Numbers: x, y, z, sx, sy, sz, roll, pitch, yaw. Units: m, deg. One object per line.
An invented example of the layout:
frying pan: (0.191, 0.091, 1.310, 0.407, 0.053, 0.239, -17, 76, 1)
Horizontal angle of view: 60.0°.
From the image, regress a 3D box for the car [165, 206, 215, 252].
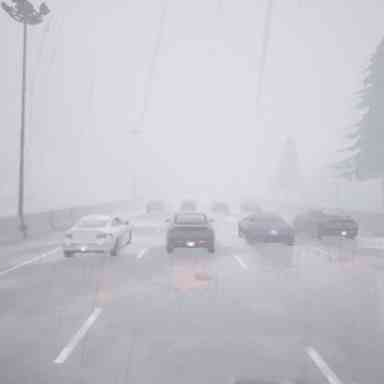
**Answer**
car: (-0.071, 1.587, 14.277, 1.837, 1.490, 4.892, 0, 0, -1)

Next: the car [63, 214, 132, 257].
car: (-3.555, 1.592, 13.093, 1.812, 1.442, 4.674, 0, 0, -1)

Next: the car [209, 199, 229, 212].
car: (3.091, 1.540, 38.068, 1.812, 1.442, 4.674, 0, 1, -1)

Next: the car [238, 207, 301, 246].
car: (3.406, 1.656, 15.901, 1.994, 1.385, 4.181, 0, 0, -1)

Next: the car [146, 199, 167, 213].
car: (-3.888, 1.515, 36.512, 1.837, 1.490, 4.892, 0, 1, -1)

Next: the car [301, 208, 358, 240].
car: (6.883, 1.610, 17.558, 1.837, 1.490, 4.892, 0, 0, -1)

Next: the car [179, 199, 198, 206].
car: (-0.402, 1.517, 37.532, 1.837, 1.490, 4.892, 0, 1, -1)

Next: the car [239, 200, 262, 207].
car: (6.598, 1.592, 37.600, 1.994, 1.385, 4.181, 0, 1, -1)
